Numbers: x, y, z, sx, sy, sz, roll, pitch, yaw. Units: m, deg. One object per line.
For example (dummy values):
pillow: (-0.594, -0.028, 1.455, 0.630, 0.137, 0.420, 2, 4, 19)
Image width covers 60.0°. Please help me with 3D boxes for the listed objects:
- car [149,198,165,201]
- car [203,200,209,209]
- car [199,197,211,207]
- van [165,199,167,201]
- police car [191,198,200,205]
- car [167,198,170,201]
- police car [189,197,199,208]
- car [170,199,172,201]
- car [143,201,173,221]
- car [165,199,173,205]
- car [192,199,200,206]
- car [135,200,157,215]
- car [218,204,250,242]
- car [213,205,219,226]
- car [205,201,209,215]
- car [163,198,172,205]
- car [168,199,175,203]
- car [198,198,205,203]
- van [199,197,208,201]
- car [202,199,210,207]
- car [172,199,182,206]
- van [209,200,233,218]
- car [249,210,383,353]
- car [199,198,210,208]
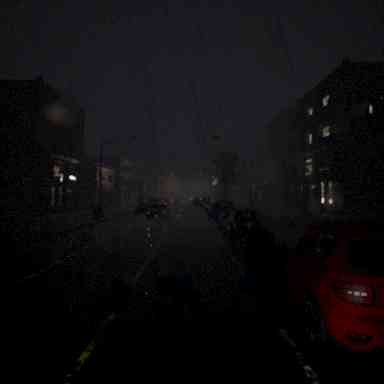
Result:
car: (-5.735, 1.833, 50.608, 2.192, 1.841, 5.009, -1, -1, 0)
car: (2.656, 1.986, 39.518, 1.802, 1.307, 4.206, -1, -1, 0)
car: (2.632, 2.001, 67.261, 2.192, 1.841, 5.009, -1, -1, 0)
van: (-5.740, 1.916, 56.156, 1.690, 1.788, 3.998, -1, -1, 0)
police car: (0.837, 2.231, 79.098, 1.930, 1.638, 5.238, 0, -1, 0)
car: (-5.743, 2.071, 61.703, 1.967, 1.590, 4.097, -1, -1, 0)
police car: (0.850, 2.070, 63.098, 1.930, 1.638, 5.238, 0, -1, 0)
car: (-5.747, 2.232, 67.250, 1.887, 1.381, 4.507, -1, -1, 0)
car: (-3.111, 1.847, 31.255, 1.812, 1.442, 4.674, 0, -1, 0)
car: (-5.760, 2.400, 83.894, 1.887, 1.381, 4.507, -1, -1, 0)
car: (0.842, 2.250, 72.987, 1.837, 1.490, 4.892, 0, -1, 0)
car: (-5.724, 1.956, 39.510, 2.008, 1.369, 4.403, -1, -1, 0)
car: (2.673, 1.619, 17.327, 1.967, 1.590, 4.097, -1, -1, 0)
car: (2.670, 1.817, 22.874, 1.802, 1.307, 4.206, -1, -1, 0)
car: (2.661, 1.893, 33.970, 1.887, 1.381, 4.507, -1, -1, 0)
car: (-5.757, 2.239, 78.347, 1.967, 1.590, 4.097, -1, -1, 0)
car: (-5.768, 2.549, 94.990, 1.802, 1.307, 4.206, -1, -1, 0)
car: (2.612, 2.532, 94.999, 1.947, 1.339, 4.313, -1, -1, 0)
van: (2.636, 1.971, 61.713, 1.690, 1.788, 3.998, -1, -1, 0)
car: (2.652, 2.043, 45.066, 1.802, 1.307, 4.206, -1, -1, 0)
car: (-3.059, 2.234, 72.380, 1.837, 1.490, 4.892, 0, -1, 0)
van: (2.663, 1.633, 28.424, 1.690, 1.788, 3.998, -1, -1, 0)
car: (2.680, 1.380, 6.232, 2.192, 1.841, 5.009, -1, -1, 0)
car: (2.643, 2.156, 56.162, 1.802, 1.307, 4.206, -1, -1, 0)
